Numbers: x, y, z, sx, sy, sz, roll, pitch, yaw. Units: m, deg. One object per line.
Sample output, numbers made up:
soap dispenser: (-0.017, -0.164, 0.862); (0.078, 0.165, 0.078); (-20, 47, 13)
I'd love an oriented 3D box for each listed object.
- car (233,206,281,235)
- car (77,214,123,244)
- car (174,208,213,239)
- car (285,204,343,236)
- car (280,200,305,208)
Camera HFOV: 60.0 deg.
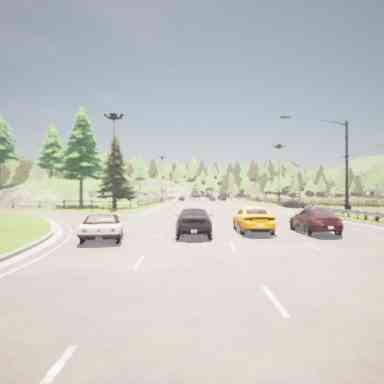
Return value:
car: (3.596, 1.632, 19.862); (1.882, 1.535, 5.008); (0, 0, 0)
car: (-4.447, 1.730, 16.629); (1.895, 1.301, 4.718); (0, 0, -10)
car: (0.096, 1.647, 18.325); (1.837, 1.490, 4.892); (0, 0, 0)
car: (7.096, 1.676, 19.298); (1.812, 1.442, 4.674); (0, 0, 0)
car: (16.586, 1.987, 54.747); (1.994, 1.385, 4.181); (0, -1, -38)
